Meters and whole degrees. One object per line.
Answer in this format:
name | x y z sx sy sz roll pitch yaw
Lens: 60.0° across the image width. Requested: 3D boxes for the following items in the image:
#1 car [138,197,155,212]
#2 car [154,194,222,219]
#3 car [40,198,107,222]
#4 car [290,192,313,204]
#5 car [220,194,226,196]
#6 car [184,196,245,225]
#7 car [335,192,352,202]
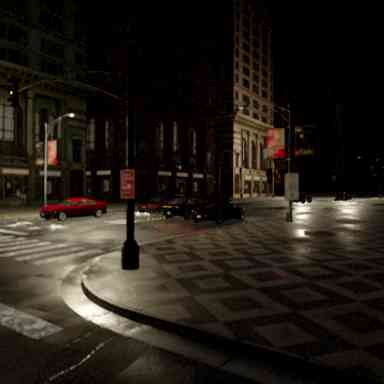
car | -3.209 1.179 31.938 1.994 1.385 4.181 0 1 36
car | -0.162 1.200 24.667 2.128 1.511 4.902 0 1 35
car | -8.579 1.212 24.391 1.882 1.535 5.008 0 1 35
car | 15.232 0.722 46.383 2.097 1.767 4.553 0 1 36
car | 2.829 0.989 40.418 1.837 1.490 4.892 0 1 36
car | 1.747 1.269 21.741 1.812 1.442 4.674 0 1 35
car | 24.426 0.774 53.644 1.812 1.442 4.674 0 1 35
